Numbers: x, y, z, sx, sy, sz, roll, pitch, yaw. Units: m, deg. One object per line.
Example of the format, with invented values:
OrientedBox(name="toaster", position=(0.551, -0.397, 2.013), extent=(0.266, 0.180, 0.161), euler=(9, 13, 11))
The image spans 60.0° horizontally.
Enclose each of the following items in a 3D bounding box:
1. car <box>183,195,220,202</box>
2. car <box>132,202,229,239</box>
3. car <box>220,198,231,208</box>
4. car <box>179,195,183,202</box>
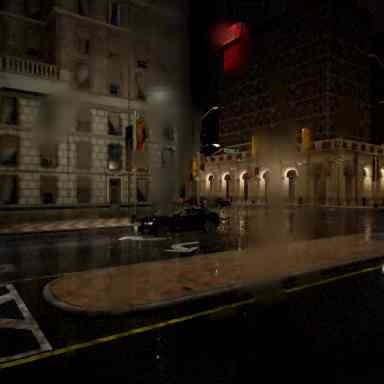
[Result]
OrientedBox(name="car", position=(1.234, 1.352, 44.999), extent=(2.097, 1.767, 4.553), euler=(0, 0, -35))
OrientedBox(name="car", position=(-0.713, 1.491, 17.547), extent=(4.902, 1.511, 2.128), euler=(0, 0, -35))
OrientedBox(name="car", position=(3.530, 1.478, 47.803), extent=(1.882, 1.535, 5.008), euler=(0, 0, -36))
OrientedBox(name="car", position=(-2.212, 1.352, 55.901), extent=(2.097, 1.767, 4.553), euler=(0, 0, -35))
